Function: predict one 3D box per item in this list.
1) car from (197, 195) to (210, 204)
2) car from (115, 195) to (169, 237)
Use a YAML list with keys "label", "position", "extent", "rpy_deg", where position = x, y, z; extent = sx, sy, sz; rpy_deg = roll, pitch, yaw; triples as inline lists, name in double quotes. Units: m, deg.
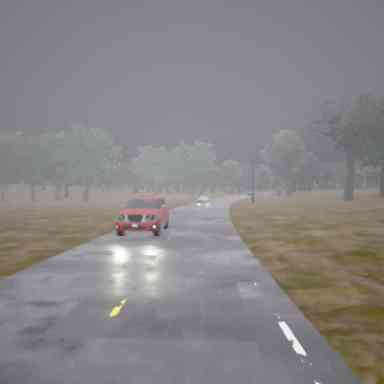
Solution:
- label: "car"
  position: [2.123, 1.285, 59.293]
  extent: [1.812, 1.442, 4.674]
  rpy_deg: [0, 1, 10]
- label: "car"
  position: [-2.562, 1.222, 18.468]
  extent: [2.150, 2.045, 5.566]
  rpy_deg: [0, 0, 3]
